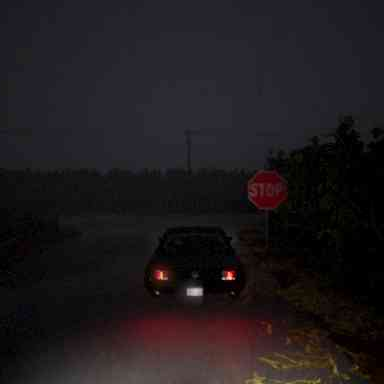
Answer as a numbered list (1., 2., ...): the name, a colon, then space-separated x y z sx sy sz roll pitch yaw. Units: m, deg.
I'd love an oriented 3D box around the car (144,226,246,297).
1. car: 0.071 1.492 8.231 1.895 1.301 4.718 0 1 0
